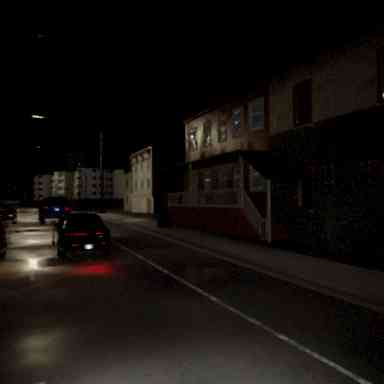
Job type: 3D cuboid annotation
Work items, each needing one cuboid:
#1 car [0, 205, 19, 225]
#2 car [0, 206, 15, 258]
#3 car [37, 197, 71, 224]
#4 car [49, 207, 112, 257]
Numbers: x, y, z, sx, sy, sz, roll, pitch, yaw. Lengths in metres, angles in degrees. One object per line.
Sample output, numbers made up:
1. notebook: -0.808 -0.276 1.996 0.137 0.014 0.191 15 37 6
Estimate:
1. car: -13.949 1.677 24.621 2.033 1.411 5.357 0 -1 -26
2. car: -8.032 1.542 12.666 1.882 1.535 5.008 0 0 -26
3. car: -10.847 1.375 26.252 2.150 2.045 5.566 0 -1 -26
4. car: -4.581 1.592 13.567 1.837 1.490 4.892 0 0 -26
